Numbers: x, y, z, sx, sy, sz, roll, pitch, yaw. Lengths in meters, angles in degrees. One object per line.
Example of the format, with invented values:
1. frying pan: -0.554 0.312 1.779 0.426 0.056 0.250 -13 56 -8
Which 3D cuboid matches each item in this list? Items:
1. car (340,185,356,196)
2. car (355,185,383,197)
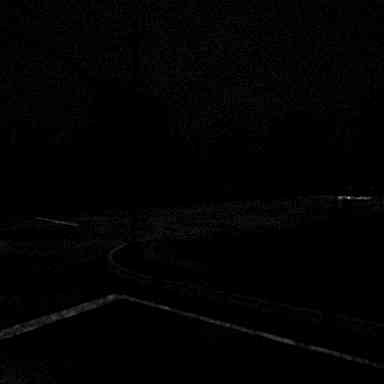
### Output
1. car: 23.604 -0.214 47.998 4.892 1.490 1.837 -3 2 -25
2. car: 25.084 -0.126 44.828 5.357 1.411 2.033 -3 2 -25
